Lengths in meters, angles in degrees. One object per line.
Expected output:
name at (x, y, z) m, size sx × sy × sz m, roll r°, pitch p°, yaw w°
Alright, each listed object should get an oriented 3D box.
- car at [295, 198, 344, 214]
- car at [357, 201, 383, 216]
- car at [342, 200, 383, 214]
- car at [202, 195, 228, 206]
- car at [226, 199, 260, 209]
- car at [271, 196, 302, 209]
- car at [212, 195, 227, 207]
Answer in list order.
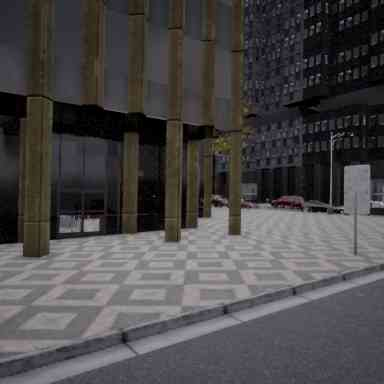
car at (13.160, 1.540, 33.817) m, size 1.947 × 1.339 × 4.313 m, roll 1°, pitch -1°, yaw -35°
car at (16.350, 1.518, 29.321) m, size 2.008 × 1.369 × 4.403 m, roll 1°, pitch -1°, yaw -35°
car at (20.106, 1.709, 38.756) m, size 2.008 × 1.369 × 4.403 m, roll 1°, pitch -1°, yaw -35°
car at (4.161, 1.512, 61.239) m, size 2.192 × 1.841 × 5.009 m, roll 1°, pitch -1°, yaw -35°
car at (6.779, 1.571, 42.810) m, size 1.802 × 1.307 × 4.206 m, roll 1°, pitch -1°, yaw -35°
car at (13.730, 1.488, 47.751) m, size 2.192 × 1.841 × 5.009 m, roll 1°, pitch -1°, yaw -35°
car at (3.593, 1.312, 47.309) m, size 2.192 × 1.841 × 5.009 m, roll 1°, pitch -1°, yaw -35°
